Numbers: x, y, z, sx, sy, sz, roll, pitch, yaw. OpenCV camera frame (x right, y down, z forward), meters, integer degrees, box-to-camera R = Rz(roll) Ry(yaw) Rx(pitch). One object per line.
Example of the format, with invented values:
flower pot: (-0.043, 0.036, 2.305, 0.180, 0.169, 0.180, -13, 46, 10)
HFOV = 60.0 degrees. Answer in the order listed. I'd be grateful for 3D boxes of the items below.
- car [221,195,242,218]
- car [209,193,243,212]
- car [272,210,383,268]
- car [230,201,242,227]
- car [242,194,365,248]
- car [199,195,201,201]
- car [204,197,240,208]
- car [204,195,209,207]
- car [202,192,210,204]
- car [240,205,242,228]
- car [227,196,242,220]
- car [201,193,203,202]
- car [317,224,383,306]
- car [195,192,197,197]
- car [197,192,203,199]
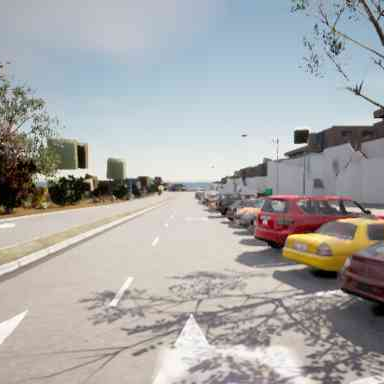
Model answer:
car: (4.850, 1.323, 24.357, 4.553, 1.767, 2.185, 1, 0, -21)
car: (4.848, 1.218, 30.384, 5.566, 2.045, 2.435, 1, -1, -21)
car: (5.195, 1.433, 9.425, 5.366, 1.575, 1.946, 1, 0, -21)
car: (4.945, 1.440, 18.361, 4.892, 1.521, 2.231, 1, 0, -21)
car: (5.024, 1.184, 12.374, 5.566, 2.045, 2.435, 1, 0, -21)
car: (4.523, 1.710, 63.395, 4.792, 1.488, 2.163, 1, 0, -21)
car: (4.608, 1.612, 51.371, 5.008, 1.535, 2.097, 1, -1, -21)
car: (4.559, 1.512, 39.298, 5.366, 1.575, 1.946, 1, 0, -21)
car: (4.683, 1.289, 42.353, 5.566, 2.045, 2.435, 1, 0, -21)
car: (4.992, 1.465, 15.377, 4.792, 1.488, 2.163, 1, 0, -21)
car: (4.942, 1.318, 21.372, 4.553, 1.767, 2.185, 1, 0, -21)
car: (4.588, 1.529, 57.382, 4.553, 1.767, 2.185, 1, 0, -21)
car: (5.038, 1.473, 6.357, 4.674, 1.452, 2.002, 1, 0, -20)
car: (4.358, 1.426, 75.374, 5.566, 2.045, 2.435, 1, 1, -21)
car: (4.497, 1.436, 66.395, 5.566, 2.045, 2.435, 1, 0, -21)
